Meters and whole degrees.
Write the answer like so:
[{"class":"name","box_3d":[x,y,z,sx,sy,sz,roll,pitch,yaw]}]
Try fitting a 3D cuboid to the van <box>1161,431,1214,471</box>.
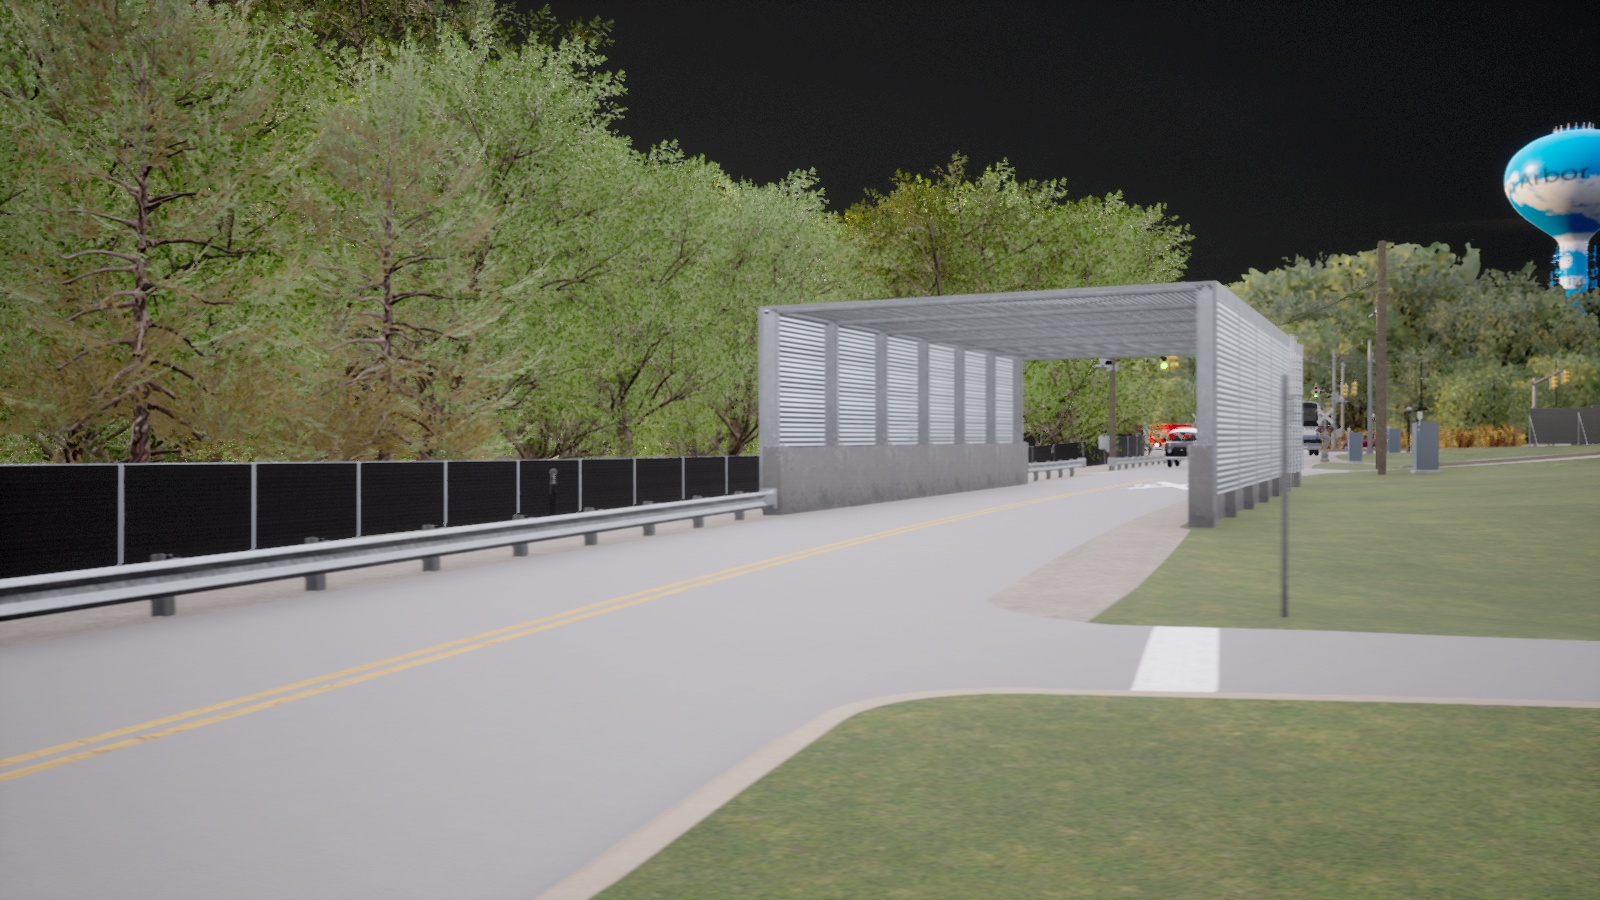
[{"class":"van","box_3d":[20.579,0.028,66.589,2.069,2.038,4.480,0,1,26]}]
